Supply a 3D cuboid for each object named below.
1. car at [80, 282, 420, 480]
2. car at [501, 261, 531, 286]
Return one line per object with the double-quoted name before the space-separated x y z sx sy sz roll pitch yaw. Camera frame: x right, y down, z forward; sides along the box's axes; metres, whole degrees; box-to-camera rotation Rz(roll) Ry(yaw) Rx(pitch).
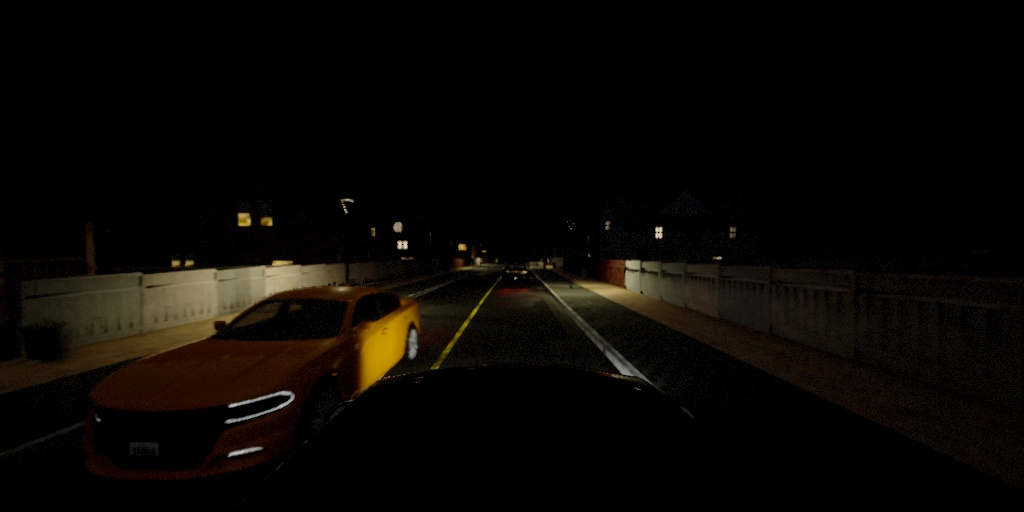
"car" -2.789 1.214 5.244 1.882 1.535 5.008 0 0 1
"car" 0.284 1.186 24.966 2.128 1.511 4.902 0 0 1
